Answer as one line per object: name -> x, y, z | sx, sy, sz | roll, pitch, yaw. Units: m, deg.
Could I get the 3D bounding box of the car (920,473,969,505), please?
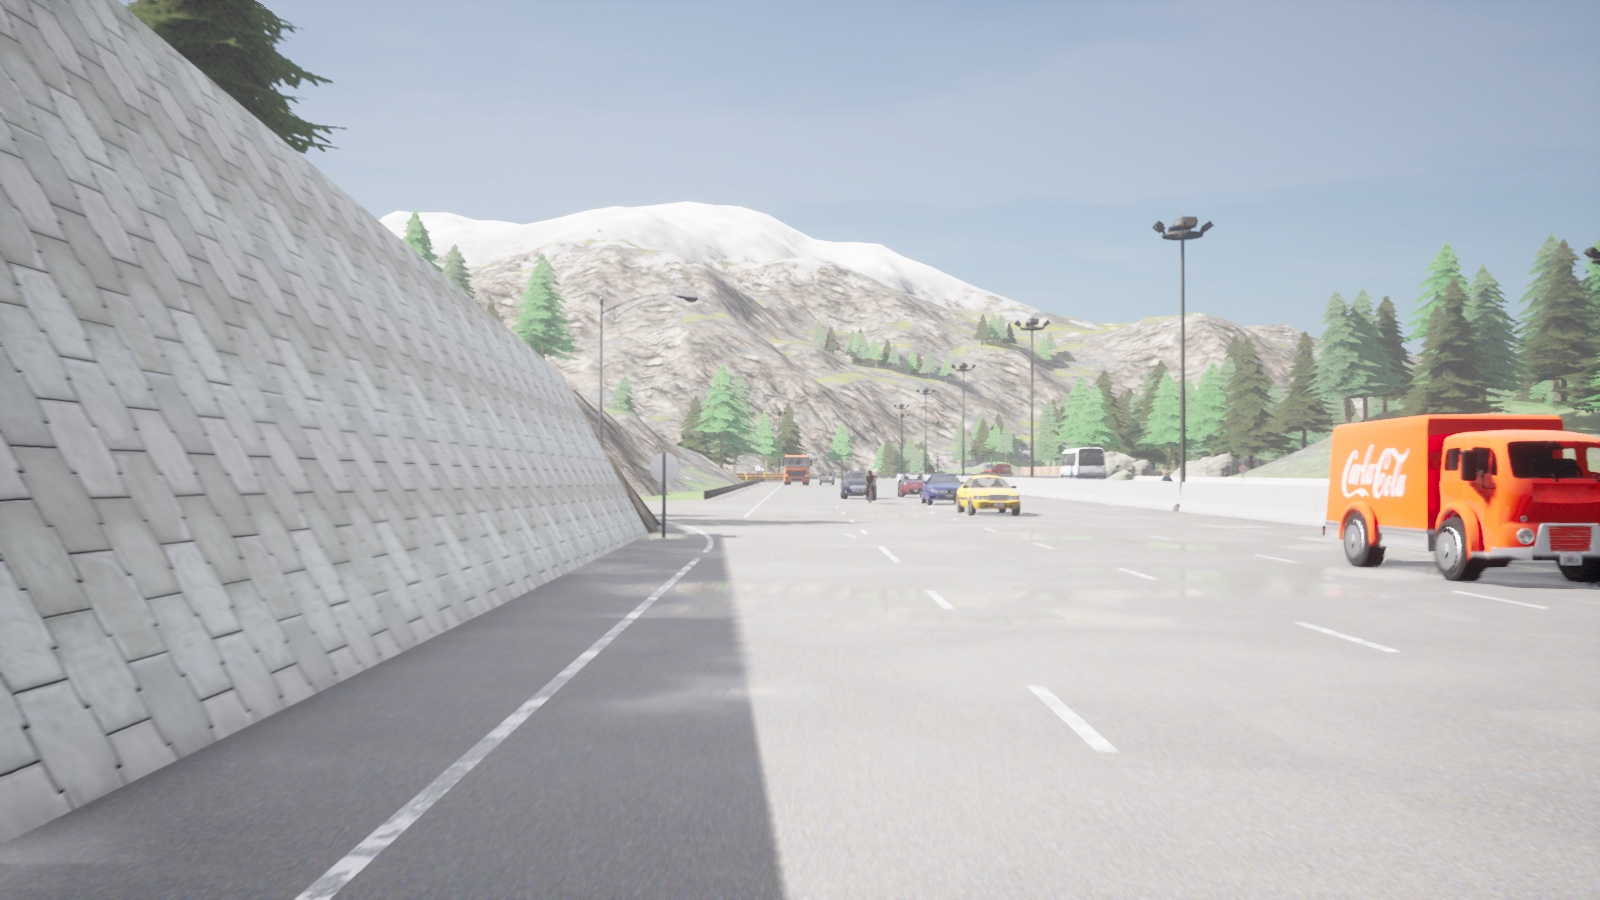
car -> 6.854, 1.825, 60.008 | 1.812, 1.442, 4.674 | 0, -1, 0

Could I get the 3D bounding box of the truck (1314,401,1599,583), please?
truck -> 10.450, 0.622, 19.685 | 2.627, 2.467, 5.204 | 0, -1, 0

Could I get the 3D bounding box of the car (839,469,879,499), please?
car -> 3.329, 1.943, 71.807 | 2.033, 1.649, 4.856 | 0, -1, 0

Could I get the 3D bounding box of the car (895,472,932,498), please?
car -> 6.816, 2.077, 75.664 | 1.845, 1.501, 3.633 | 0, -1, 0

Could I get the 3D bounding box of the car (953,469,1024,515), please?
car -> 6.887, 1.509, 46.391 | 1.801, 1.575, 5.366 | 0, -1, 0
